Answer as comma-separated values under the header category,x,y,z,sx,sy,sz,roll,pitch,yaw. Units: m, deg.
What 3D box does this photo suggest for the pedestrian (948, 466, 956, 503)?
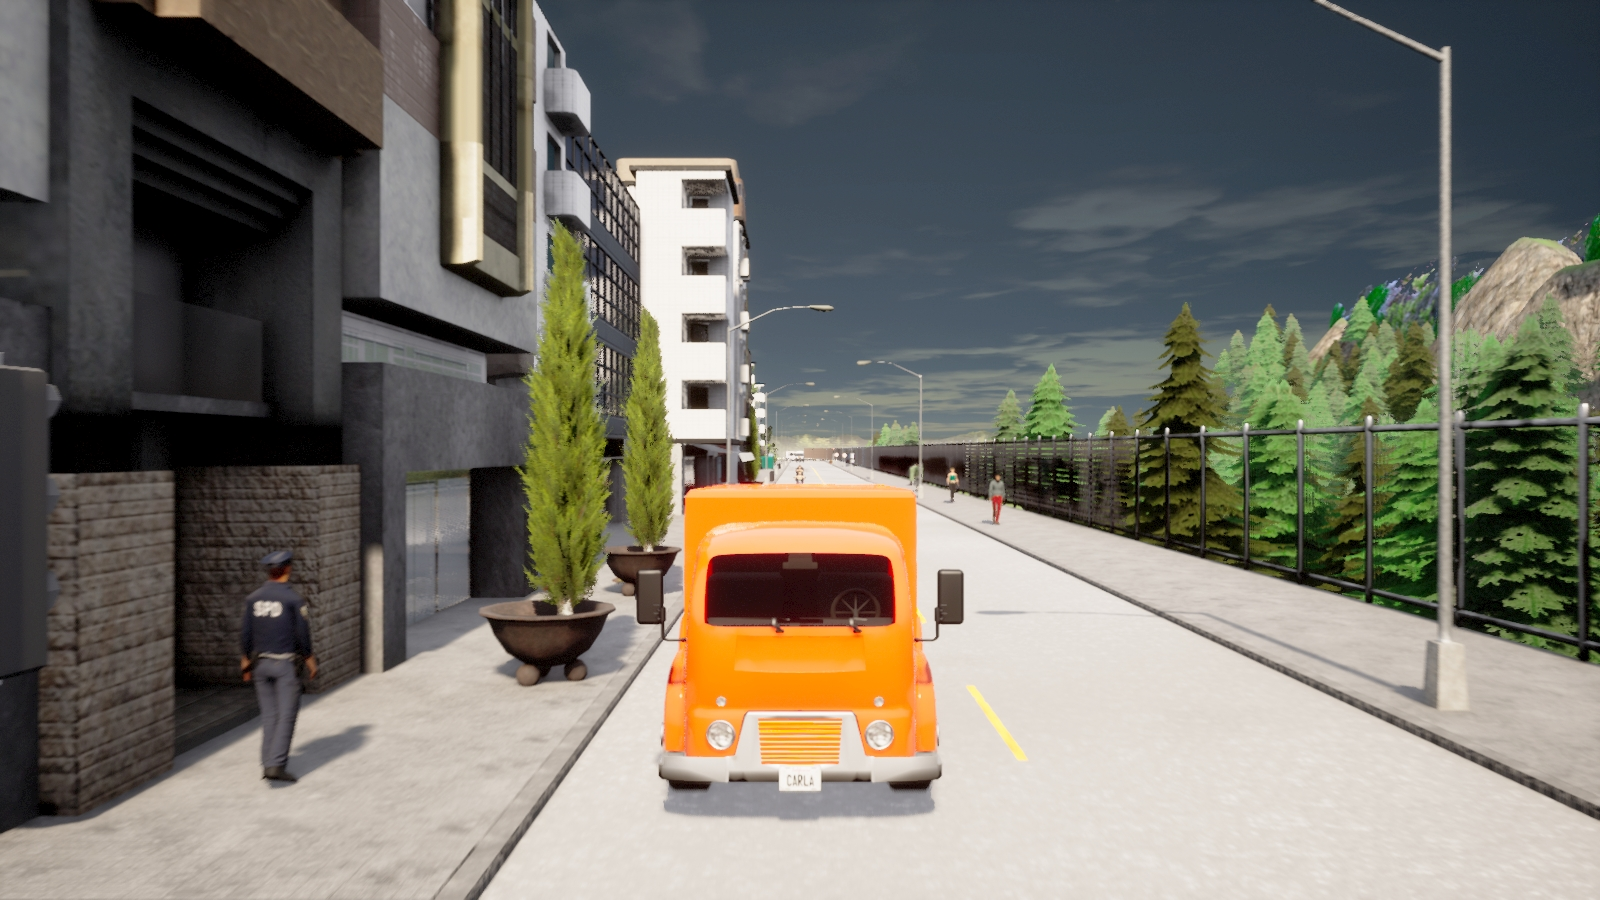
category,x,y,z,sx,sy,sz,roll,pitch,yaw
pedestrian,7.626,1.745,57.356,0.375,1.860,0.375,0,0,0

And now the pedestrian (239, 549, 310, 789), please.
category,x,y,z,sx,sy,sz,roll,pitch,yaw
pedestrian,-4.245,1.747,9.243,0.375,1.860,0.375,0,0,10

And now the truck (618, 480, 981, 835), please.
category,x,y,z,sx,sy,sz,roll,pitch,yaw
truck,0.003,1.573,10.882,2.627,2.467,5.204,0,0,0

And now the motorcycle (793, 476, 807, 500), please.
category,x,y,z,sx,sy,sz,roll,pitch,yaw
motorcycle,-0.006,2.154,65.460,0.764,1.307,2.356,0,0,0

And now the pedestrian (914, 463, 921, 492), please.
category,x,y,z,sx,sy,sz,roll,pitch,yaw
pedestrian,7.524,1.744,73.004,0.375,1.860,0.375,0,0,-11

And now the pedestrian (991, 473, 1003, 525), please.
category,x,y,z,sx,sy,sz,roll,pitch,yaw
pedestrian,7.026,1.745,40.790,0.375,1.860,0.375,0,0,-2
